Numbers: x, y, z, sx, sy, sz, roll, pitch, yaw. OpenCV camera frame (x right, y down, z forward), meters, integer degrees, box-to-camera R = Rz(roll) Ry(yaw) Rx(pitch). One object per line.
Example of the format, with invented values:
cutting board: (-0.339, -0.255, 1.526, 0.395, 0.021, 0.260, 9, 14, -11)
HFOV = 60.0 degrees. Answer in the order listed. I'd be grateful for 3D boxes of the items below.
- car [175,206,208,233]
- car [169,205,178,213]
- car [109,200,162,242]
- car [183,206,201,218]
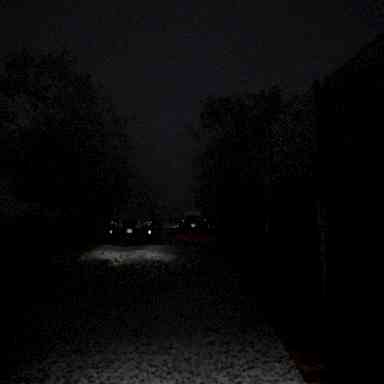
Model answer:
car: (0.059, 1.861, 22.117, 1.812, 1.442, 4.674, 0, -1, 0)
car: (-3.063, 3.015, 59.733, 2.033, 1.411, 5.357, 0, -2, 0)
car: (-2.892, 1.478, 18.100, 2.150, 2.045, 5.566, 0, -1, 0)
car: (-0.022, 2.333, 39.479, 1.994, 1.385, 4.181, 0, -2, 0)
